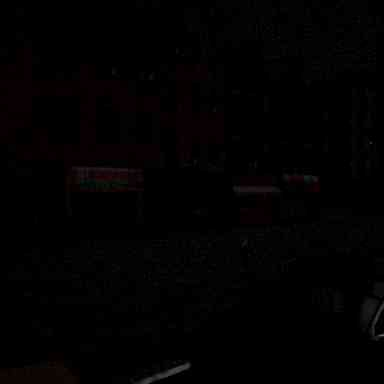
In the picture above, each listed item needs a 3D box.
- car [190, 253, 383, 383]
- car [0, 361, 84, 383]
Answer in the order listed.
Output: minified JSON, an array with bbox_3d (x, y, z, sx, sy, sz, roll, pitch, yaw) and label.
[{"bbox_3d":[2.006,1.565,4.243,4.313,1.339,1.947,0,0,-36],"label":"car"},{"bbox_3d":[-2.572,1.526,0.978,4.829,1.417,1.752,0,0,-36],"label":"car"}]
